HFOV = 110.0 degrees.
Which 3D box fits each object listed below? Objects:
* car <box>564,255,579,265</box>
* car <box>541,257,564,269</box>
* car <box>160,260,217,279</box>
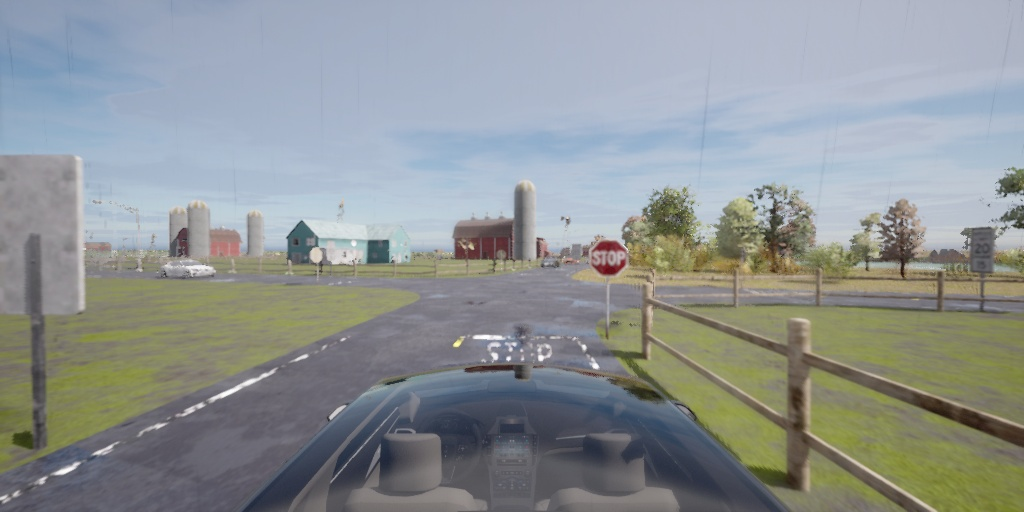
[{"bbox_3d":[10.481,0.664,63.301,2.097,1.767,4.553,0,0,20],"label":"car"},{"bbox_3d":[5.205,0.899,48.386,2.128,1.511,4.902,0,0,19],"label":"car"},{"bbox_3d":[-26.365,1.060,29.147,4.674,1.442,1.812,0,1,19],"label":"car"}]
